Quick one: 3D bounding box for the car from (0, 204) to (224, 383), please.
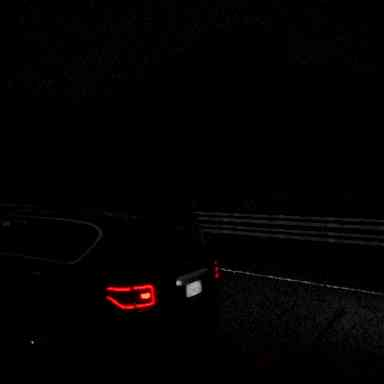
[{"bbox_3d":[-2.166,1.224,5.493,5.566,2.045,2.150,0,0,35],"label":"car"}]

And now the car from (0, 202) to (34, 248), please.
[{"bbox_3d":[-9.292,1.356,14.812,4.553,1.767,2.097,0,0,35],"label":"car"}]
